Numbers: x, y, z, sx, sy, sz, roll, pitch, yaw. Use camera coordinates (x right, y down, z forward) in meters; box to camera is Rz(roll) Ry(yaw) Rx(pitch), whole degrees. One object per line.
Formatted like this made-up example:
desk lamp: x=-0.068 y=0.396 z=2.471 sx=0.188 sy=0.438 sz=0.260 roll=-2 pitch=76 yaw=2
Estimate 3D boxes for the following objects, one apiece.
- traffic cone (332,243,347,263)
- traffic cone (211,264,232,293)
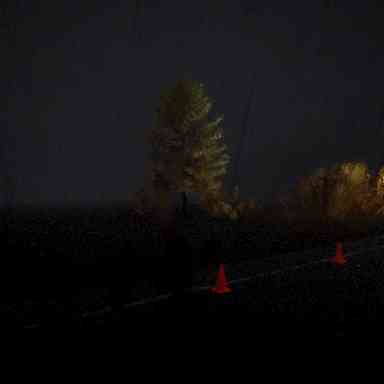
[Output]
traffic cone: x=4.637 y=1.900 z=10.497 sx=0.340 sy=0.580 sz=0.340 roll=0 pitch=0 yaw=-37
traffic cone: x=0.667 y=1.929 z=7.526 sx=0.340 sy=0.580 sz=0.340 roll=0 pitch=0 yaw=-36
